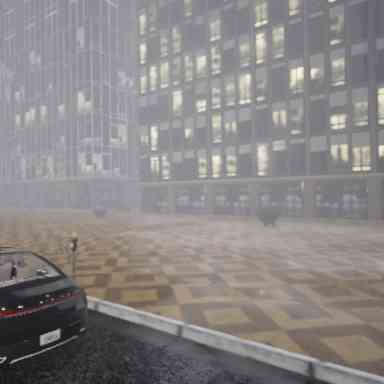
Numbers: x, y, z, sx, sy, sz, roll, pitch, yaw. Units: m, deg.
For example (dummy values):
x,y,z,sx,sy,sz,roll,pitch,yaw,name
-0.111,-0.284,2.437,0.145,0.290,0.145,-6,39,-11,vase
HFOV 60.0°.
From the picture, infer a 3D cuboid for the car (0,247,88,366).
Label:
x,y,z,sx,sy,sz,roll,pitch,yaw,name
-3.537,1.577,5.387,4.403,1.369,2.008,0,-1,35,car
